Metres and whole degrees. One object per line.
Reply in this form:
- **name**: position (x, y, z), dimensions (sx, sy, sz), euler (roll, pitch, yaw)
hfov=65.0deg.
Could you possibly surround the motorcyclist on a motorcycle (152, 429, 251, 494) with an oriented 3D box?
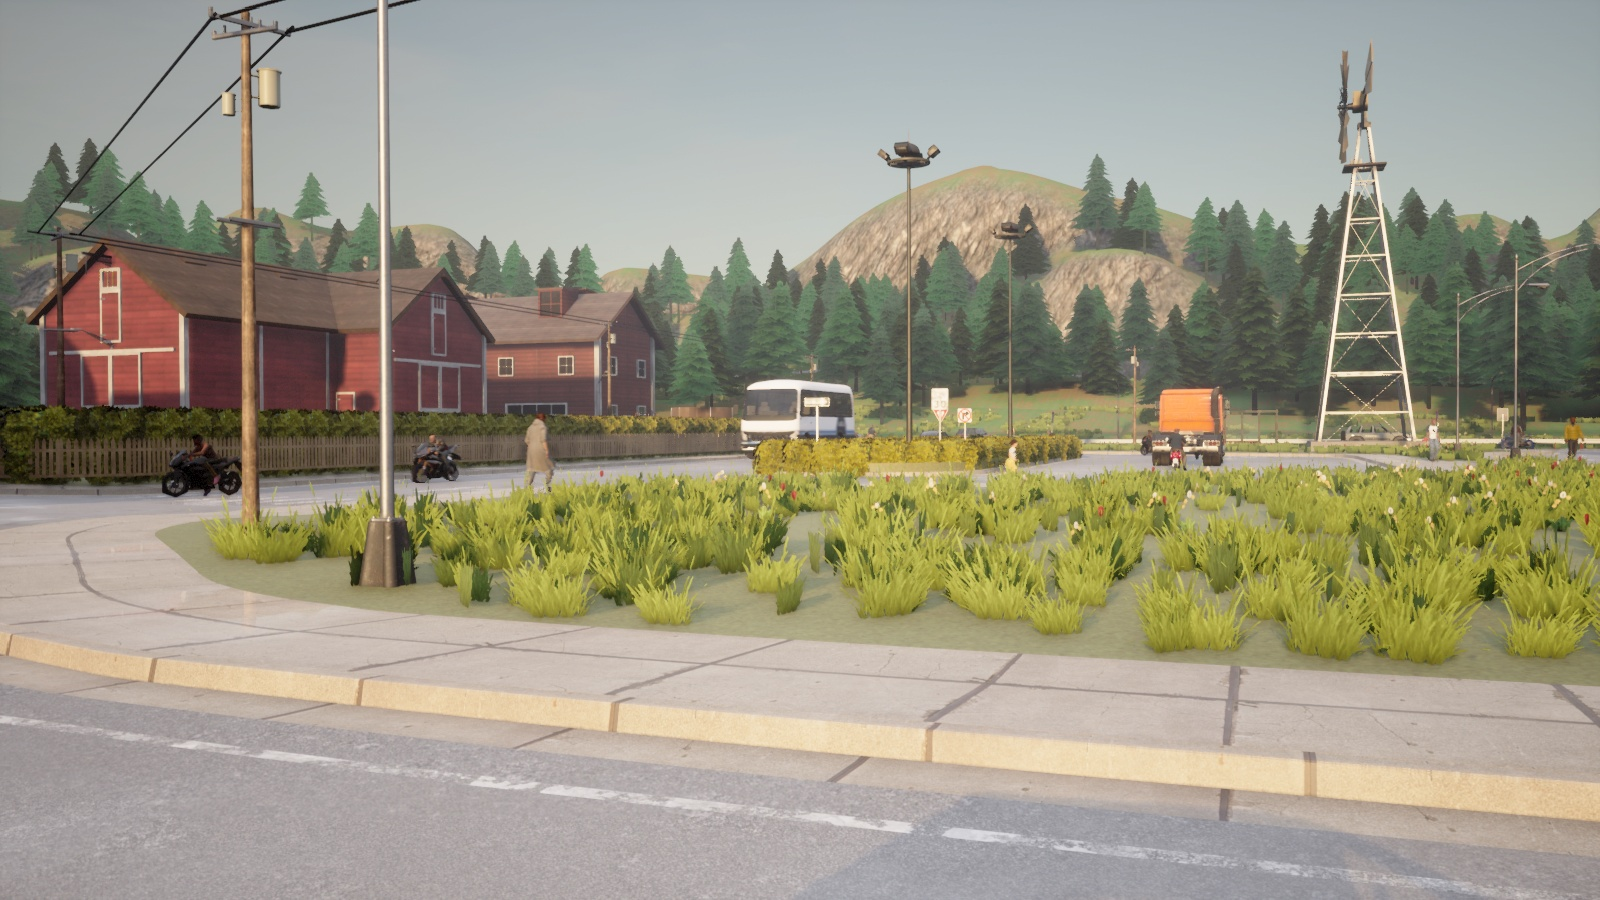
- **motorcyclist on a motorcycle**: position (-14.571, 0.265, 30.620), dimensions (0.797, 1.523, 2.044), euler (1, 1, 35)

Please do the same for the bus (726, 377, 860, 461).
- **bus**: position (-0.160, -1.645, 68.491), dimensions (3.944, 4.253, 10.273), euler (1, 1, 20)

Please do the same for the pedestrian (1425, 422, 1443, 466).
- **pedestrian**: position (26.249, -0.246, 51.997), dimensions (0.354, 1.836, 0.706), euler (0, 1, -2)

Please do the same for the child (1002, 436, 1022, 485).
- **child**: position (5.518, 0.261, 32.642), dimensions (0.437, 1.263, 0.270), euler (0, 1, -9)

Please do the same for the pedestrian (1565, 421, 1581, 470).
- **pedestrian**: position (29.715, -0.180, 48.273), dimensions (0.370, 1.835, 0.726), euler (1, 1, 20)

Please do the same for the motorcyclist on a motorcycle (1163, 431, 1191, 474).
- **motorcyclist on a motorcycle**: position (14.074, 0.083, 46.870), dimensions (0.866, 1.590, 1.817), euler (1, 1, 21)

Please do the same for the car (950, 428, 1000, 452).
- **car**: position (12.952, -0.750, 92.740), dimensions (2.097, 1.767, 4.553), euler (1, 1, 29)

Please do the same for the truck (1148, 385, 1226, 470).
- **truck**: position (17.088, -0.973, 55.106), dimensions (2.891, 3.462, 7.936), euler (1, 1, 20)

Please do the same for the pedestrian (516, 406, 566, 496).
- **pedestrian**: position (-5.733, 0.016, 27.816), dimensions (0.659, 1.952, 0.873), euler (1, 1, 30)

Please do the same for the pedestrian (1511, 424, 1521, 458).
- **pedestrian**: position (41.531, -0.529, 72.816), dimensions (0.402, 1.930, 0.666), euler (1, 1, 36)

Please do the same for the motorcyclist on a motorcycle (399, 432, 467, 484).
- **motorcyclist on a motorcycle**: position (-11.186, 0.208, 38.340), dimensions (0.866, 1.530, 2.191), euler (1, 1, 20)

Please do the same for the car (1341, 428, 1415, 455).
- **car**: position (40.666, -0.621, 88.480), dimensions (4.605, 1.855, 1.932), euler (1, 1, 20)
